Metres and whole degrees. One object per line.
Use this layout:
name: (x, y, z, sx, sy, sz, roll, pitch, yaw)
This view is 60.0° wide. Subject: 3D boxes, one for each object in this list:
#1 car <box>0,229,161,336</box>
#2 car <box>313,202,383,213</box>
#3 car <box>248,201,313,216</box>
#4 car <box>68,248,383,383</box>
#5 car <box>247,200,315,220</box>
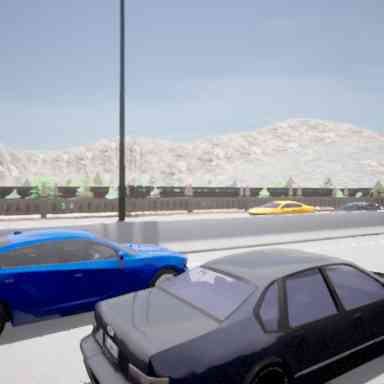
car: (-2.329, 1.442, 6.219, 5.008, 1.535, 1.882, 0, 0, -35)
car: (10.544, 1.433, 21.346, 4.892, 1.490, 1.837, 0, 0, -22)
car: (6.277, 1.387, 23.273, 5.008, 1.535, 1.882, 0, 0, -25)
car: (1.358, 1.529, 4.530, 5.357, 1.411, 2.033, 0, 0, -32)
car: (7.418, 1.440, 27.655, 5.357, 1.411, 2.033, 0, 0, -23)
